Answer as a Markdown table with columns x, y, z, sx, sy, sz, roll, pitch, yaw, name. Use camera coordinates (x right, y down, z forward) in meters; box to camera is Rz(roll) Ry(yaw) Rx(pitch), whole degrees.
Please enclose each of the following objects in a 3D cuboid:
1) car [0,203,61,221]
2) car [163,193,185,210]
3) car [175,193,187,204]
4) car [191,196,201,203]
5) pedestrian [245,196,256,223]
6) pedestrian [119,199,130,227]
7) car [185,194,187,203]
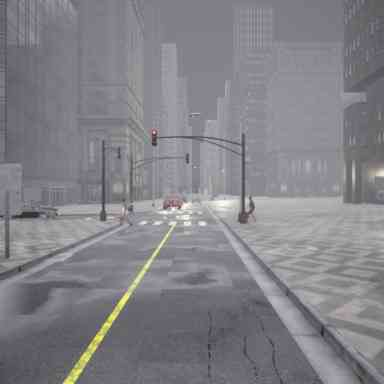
| x | y | z | sx | sy | sz | roll | pitch | yaw | name |
| --- | --- | --- | --- | --- | --- | --- | --- | --- | --- |
| -13.893 | 1.690 | 28.595 | 4.902 | 1.511 | 2.128 | -1 | 0 | 0 | car |
| -2.518 | 1.232 | 44.241 | 2.150 | 2.045 | 5.566 | 0 | 0 | 2 | car |
| -2.139 | 1.250 | 67.959 | 2.150 | 2.045 | 5.566 | 0 | 0 | 1 | car |
| 0.878 | 1.576 | 68.042 | 2.033 | 1.411 | 5.357 | 0 | 0 | 1 | car |
| 3.879 | 1.147 | 22.141 | 0.375 | 1.860 | 0.375 | 0 | 0 | 1 | pedestrian |
| -4.426 | 1.299 | 21.650 | 0.375 | 1.860 | 0.375 | 0 | 0 | 1 | pedestrian |
| -2.391 | 1.508 | 54.191 | 2.128 | 1.511 | 4.902 | 0 | 0 | 1 | car |
